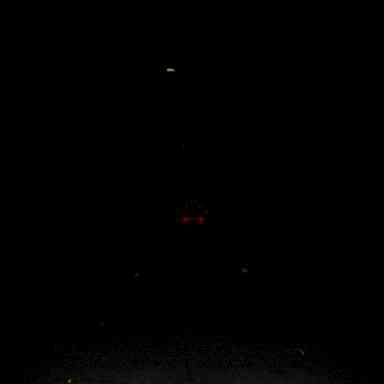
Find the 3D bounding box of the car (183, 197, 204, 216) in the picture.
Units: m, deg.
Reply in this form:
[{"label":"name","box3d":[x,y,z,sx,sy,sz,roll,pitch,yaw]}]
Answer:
[{"label":"car","box3d":[0.109,1.444,32.654,1.882,1.535,5.008,0,0,0]}]

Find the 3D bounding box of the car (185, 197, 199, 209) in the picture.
[{"label":"car","box3d":[0.042,1.461,45.402,1.837,1.490,4.892,0,1,1]}]
